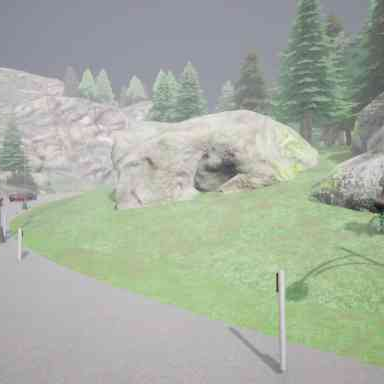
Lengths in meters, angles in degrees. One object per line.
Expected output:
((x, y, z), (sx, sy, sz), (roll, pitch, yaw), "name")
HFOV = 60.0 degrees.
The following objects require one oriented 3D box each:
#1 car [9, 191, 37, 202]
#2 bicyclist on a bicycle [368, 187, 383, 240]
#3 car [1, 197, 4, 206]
((-22.209, 0.503, 43.875), (1.994, 1.385, 4.181), (0, 2, 0), "car")
((5.533, 0.471, 9.274), (1.656, 1.620, 0.582), (-10, 11, -18), "bicyclist on a bicycle")
((-20.914, 0.784, 34.037), (1.882, 1.535, 5.008), (0, 2, -11), "car")
